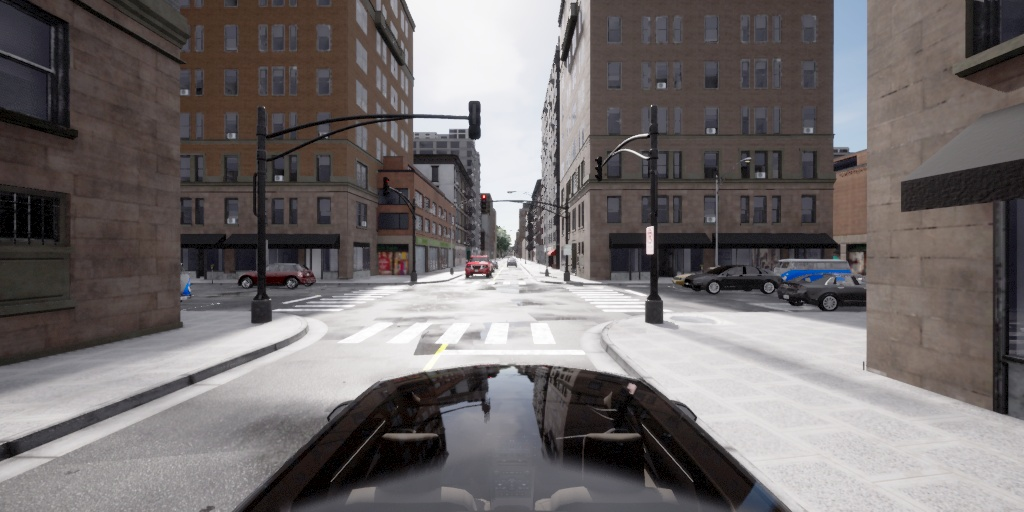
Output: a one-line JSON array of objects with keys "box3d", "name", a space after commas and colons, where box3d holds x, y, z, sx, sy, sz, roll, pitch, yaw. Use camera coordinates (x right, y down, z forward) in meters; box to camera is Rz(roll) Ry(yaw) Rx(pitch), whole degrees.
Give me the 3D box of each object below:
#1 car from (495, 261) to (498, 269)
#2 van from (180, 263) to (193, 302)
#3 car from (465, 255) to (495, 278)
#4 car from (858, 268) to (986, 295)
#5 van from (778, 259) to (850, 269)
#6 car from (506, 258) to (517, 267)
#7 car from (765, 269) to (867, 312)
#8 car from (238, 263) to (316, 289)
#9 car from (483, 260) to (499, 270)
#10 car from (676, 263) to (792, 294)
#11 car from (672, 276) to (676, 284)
[{"box3d": [-3.117, 1.259, 44.062, 1.812, 1.442, 4.674, 0, 0, 0], "name": "car"}, {"box3d": [-14.678, 1.089, 13.761, 3.998, 1.789, 1.690, 0, 0, 1], "name": "van"}, {"box3d": [-3.111, 0.962, 34.225, 2.150, 2.045, 5.566, 0, 0, 0], "name": "car"}, {"box3d": [21.955, 1.346, 19.352, 4.718, 1.301, 1.895, 0, 0, 1], "name": "car"}, {"box3d": [18.253, 1.080, 21.959, 3.998, 1.789, 1.690, 0, 0, 1], "name": "van"}, {"box3d": [-0.026, 1.260, 63.766, 2.033, 1.411, 5.357, 0, 0, 0], "name": "car"}, {"box3d": [12.516, 1.305, 13.490, 4.403, 1.370, 2.007, 0, 0, 1], "name": "car"}, {"box3d": [-14.611, 1.172, 22.287, 4.097, 1.591, 1.967, 0, 0, 1], "name": "car"}, {"box3d": [-3.106, 1.288, 54.056, 1.994, 1.385, 4.181, 0, 0, 1], "name": "car"}, {"box3d": [11.921, 1.248, 19.465, 4.892, 1.490, 1.837, 0, 0, -1], "name": "car"}, {"box3d": [12.413, 1.264, 22.017, 4.829, 1.417, 1.751, 0, 0, 1], "name": "car"}]
